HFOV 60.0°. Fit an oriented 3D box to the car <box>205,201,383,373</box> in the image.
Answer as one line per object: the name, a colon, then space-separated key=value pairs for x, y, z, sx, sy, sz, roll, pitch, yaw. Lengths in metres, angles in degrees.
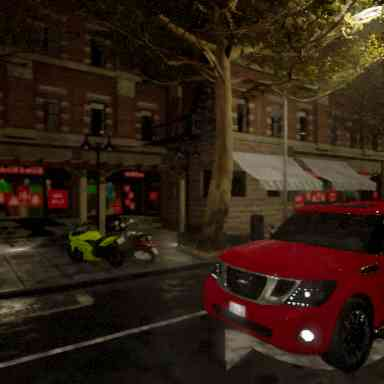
car: x=2.869 y=1.207 z=5.977 sx=5.566 sy=2.045 sz=2.150 roll=0 pitch=0 yaw=-35

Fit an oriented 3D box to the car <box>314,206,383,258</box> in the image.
car: x=7.407 y=1.443 z=13.434 sx=4.892 sy=1.521 sz=2.231 roll=0 pitch=0 yaw=-35
